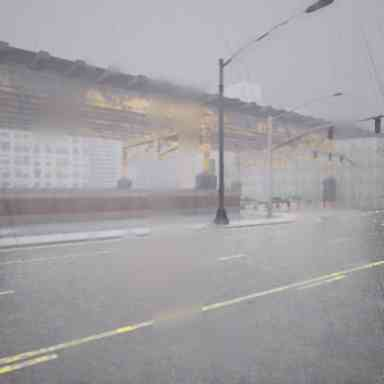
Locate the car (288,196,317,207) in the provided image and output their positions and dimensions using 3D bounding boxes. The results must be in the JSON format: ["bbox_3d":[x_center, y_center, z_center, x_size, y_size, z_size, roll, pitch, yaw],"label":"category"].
[{"bbox_3d":[14.478,1.155,45.503,4.536,1.218,1.853,0,0,-7],"label":"car"}]

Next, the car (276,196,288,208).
[{"bbox_3d":[10.619,1.332,41.751,2.038,1.542,4.974,0,0,18],"label":"car"}]

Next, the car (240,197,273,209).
[{"bbox_3d":[6.821,1.192,39.073,4.536,1.218,1.853,0,0,8],"label":"car"}]

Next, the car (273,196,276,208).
[{"bbox_3d":[6.873,1.349,39.067,4.974,1.542,2.038,0,0,8],"label":"car"}]

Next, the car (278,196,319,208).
[{"bbox_3d":[14.530,1.312,45.509,4.974,1.542,2.038,0,0,-7],"label":"car"}]

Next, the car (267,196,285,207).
[{"bbox_3d":[10.634,1.174,41.800,1.853,1.218,4.536,0,0,18],"label":"car"}]
